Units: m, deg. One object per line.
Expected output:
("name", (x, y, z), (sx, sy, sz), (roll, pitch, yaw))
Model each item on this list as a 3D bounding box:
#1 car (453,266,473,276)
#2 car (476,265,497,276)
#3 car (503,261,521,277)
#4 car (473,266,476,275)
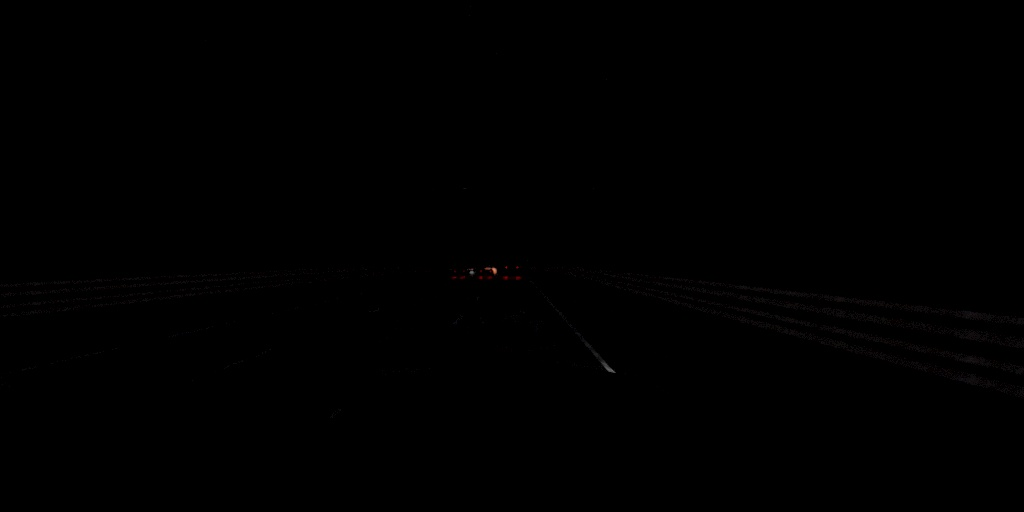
("car", (-7.006, 2.201, 50.263), (1.895, 1.301, 4.718), (0, -2, 0))
("car", (-3.506, 2.201, 50.262), (1.895, 1.301, 4.718), (0, -2, 0))
("car", (-0.005, 1.807, 49.862), (2.150, 2.045, 5.566), (0, -2, 0))
("car", (-7.007, 2.476, 60.242), (2.128, 1.511, 4.902), (0, -2, 0))
